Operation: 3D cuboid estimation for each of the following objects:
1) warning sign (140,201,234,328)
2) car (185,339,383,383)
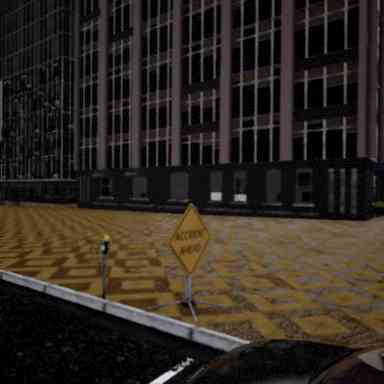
[{"bbox_3d":[-0.057,1.119,5.854,1.060,1.860,1.300,1,0,36],"label":"warning sign"},{"bbox_3d":[1.830,1.557,1.702,4.403,1.369,2.008,0,1,36],"label":"car"}]
